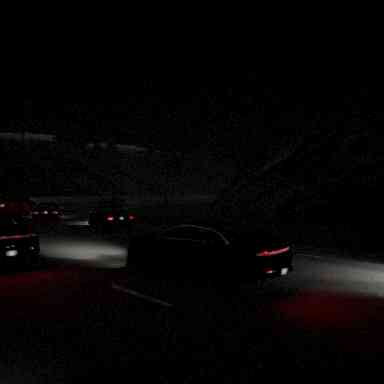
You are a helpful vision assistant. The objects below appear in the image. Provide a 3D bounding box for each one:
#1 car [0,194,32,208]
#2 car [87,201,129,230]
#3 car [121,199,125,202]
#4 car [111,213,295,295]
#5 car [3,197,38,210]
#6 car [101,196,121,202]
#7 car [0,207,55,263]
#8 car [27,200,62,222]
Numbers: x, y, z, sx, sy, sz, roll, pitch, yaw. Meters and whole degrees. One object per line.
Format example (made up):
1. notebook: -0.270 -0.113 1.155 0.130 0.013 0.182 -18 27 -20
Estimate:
1. car: -15.820 1.179 29.246 2.150 2.045 5.566 0 0 -15
2. car: -5.223 1.543 21.132 2.033 1.411 5.357 0 0 -29
3. car: -15.216 1.553 65.282 1.994 1.385 4.181 0 0 32
4. car: 0.228 1.500 8.862 4.902 1.511 2.128 0 0 42
5. car: -22.138 1.448 43.251 1.837 1.490 4.892 0 0 2
6. car: -10.284 1.552 40.249 1.994 1.385 4.181 0 0 -2
7. car: -6.559 1.474 11.083 2.128 1.511 4.902 0 0 -40
8. car: -11.229 1.522 25.975 2.033 1.411 5.357 0 0 -20
